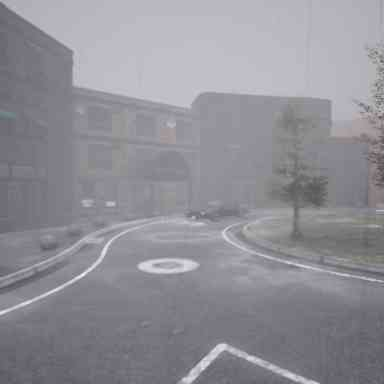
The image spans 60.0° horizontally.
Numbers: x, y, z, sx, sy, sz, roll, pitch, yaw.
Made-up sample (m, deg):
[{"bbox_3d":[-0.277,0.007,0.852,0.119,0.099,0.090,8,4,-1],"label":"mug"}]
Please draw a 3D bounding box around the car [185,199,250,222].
[{"bbox_3d":[1.952,1.205,23.637,2.033,1.411,5.357,0,2,44],"label":"car"}]
